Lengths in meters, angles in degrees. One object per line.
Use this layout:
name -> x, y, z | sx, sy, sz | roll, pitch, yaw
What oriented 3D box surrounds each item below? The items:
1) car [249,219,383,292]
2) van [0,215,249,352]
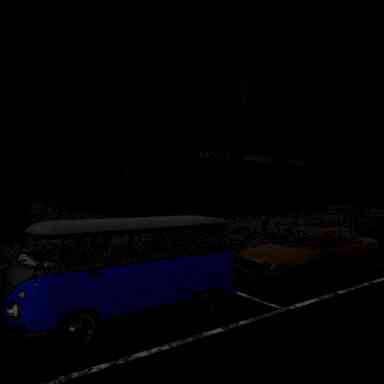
car -> 3.216, 1.525, 8.927 | 4.829, 1.417, 1.752 | 0, 0, -35
van -> -1.079, 1.341, 5.877 | 3.998, 1.788, 1.690 | 0, 0, -35
